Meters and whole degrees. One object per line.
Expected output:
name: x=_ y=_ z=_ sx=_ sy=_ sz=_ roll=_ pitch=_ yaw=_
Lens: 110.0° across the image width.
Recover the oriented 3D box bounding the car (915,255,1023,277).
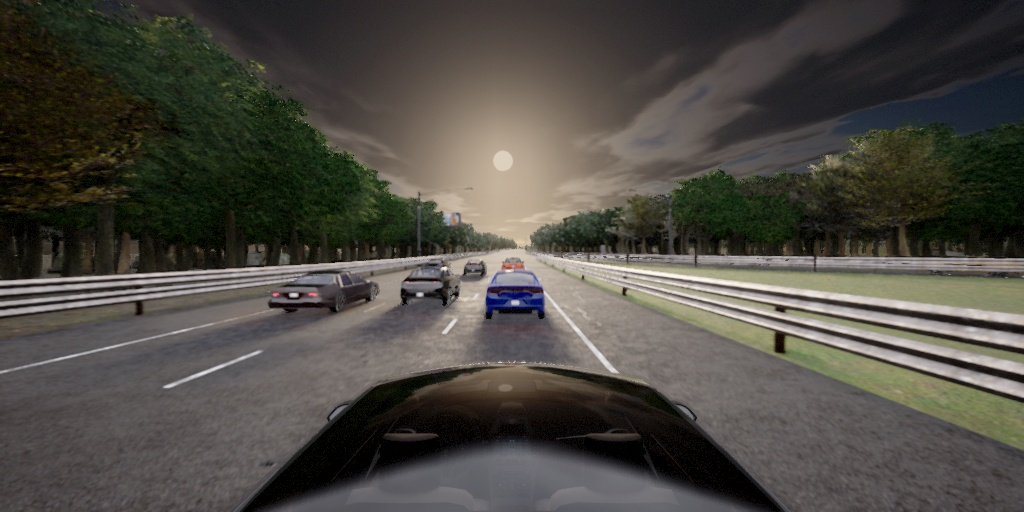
car: x=34.197 y=0.681 z=26.926 sx=1.801 sy=1.575 sz=5.366 roll=1 pitch=0 yaw=-43

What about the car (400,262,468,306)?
car: x=-3.402 y=1.210 z=15.666 sx=2.128 sy=1.511 sz=4.902 roll=0 pitch=0 yaw=0

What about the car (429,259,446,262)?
car: x=-6.901 y=1.035 z=33.761 sx=1.837 sy=1.490 sz=4.892 roll=0 pitch=1 yaw=0

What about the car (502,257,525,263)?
car: x=0.099 y=0.886 z=33.493 sx=2.097 sy=1.767 sz=4.553 roll=0 pitch=1 yaw=0

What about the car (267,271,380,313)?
car: x=-6.901 y=1.275 z=13.852 sx=2.033 sy=1.411 sz=5.357 roll=0 pitch=0 yaw=0

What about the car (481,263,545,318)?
car: x=0.099 y=1.208 z=12.966 sx=1.882 sy=1.535 sz=5.008 roll=0 pitch=0 yaw=0

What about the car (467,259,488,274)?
car: x=-3.403 y=1.022 z=33.715 sx=2.128 sy=1.511 sz=4.902 roll=0 pitch=1 yaw=0
